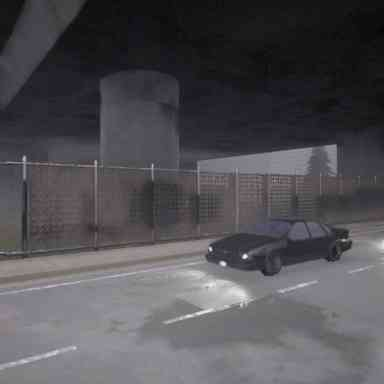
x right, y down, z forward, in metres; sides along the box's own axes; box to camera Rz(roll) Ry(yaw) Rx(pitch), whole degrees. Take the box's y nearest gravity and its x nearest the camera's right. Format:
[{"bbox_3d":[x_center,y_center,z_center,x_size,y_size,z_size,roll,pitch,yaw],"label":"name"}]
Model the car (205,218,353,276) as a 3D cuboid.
[{"bbox_3d":[2.981,1.547,10.542,5.357,1.411,2.033,0,0,-36],"label":"car"}]
